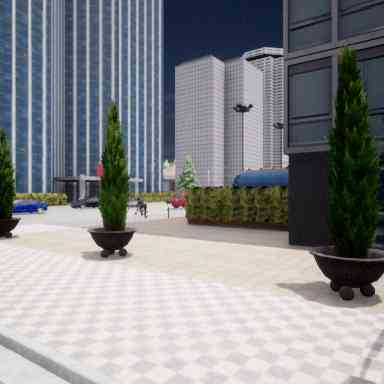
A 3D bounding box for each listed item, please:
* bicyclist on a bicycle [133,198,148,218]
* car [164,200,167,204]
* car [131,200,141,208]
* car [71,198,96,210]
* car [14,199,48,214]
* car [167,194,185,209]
[{"bbox_3d":[-4.129,1.301,26.687,1.656,1.620,0.582,0,0,35],"label":"bicyclist on a bicycle"},{"bbox_3d":[-2.655,1.547,59.953,2.033,1.411,5.357,0,0,35],"label":"car"},{"bbox_3d":[-8.994,1.600,44.967,1.895,1.301,4.718,0,0,35],"label":"car"},{"bbox_3d":[-13.729,1.477,44.313,1.882,1.535,5.008,0,0,35],"label":"car"},{"bbox_3d":[-17.104,1.477,33.409,1.882,1.535,5.008,0,0,35],"label":"car"},{"bbox_3d":[-0.415,1.221,44.670,2.150,2.045,5.566,0,0,35],"label":"car"}]
